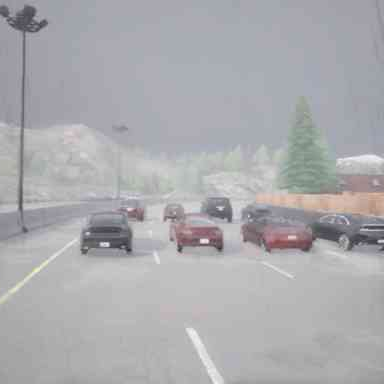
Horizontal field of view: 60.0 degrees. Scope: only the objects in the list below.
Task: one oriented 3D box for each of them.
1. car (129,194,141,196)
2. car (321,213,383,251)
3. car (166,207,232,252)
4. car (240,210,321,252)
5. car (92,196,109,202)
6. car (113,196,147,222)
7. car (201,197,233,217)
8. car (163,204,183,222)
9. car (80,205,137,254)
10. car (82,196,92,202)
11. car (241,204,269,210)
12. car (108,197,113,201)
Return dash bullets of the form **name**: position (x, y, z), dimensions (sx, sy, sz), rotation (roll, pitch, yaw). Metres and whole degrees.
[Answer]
- **car**: position (-12.481, 1.429, 71.334), dimensions (2.150, 2.045, 5.566), rotation (1, 0, 10)
- **car**: position (7.029, 1.715, 15.379), dimensions (2.128, 1.511, 4.902), rotation (1, 0, -9)
- **car**: position (0.109, 1.615, 14.340), dimensions (1.812, 1.442, 4.674), rotation (1, 0, -9)
- **car**: position (3.575, 1.720, 14.797), dimensions (1.994, 1.385, 4.181), rotation (1, 0, -9)
- **car**: position (-19.278, 1.569, 73.080), dimensions (1.882, 1.535, 5.008), rotation (1, 0, 10)
- **car**: position (-4.957, 1.429, 27.879), dimensions (2.097, 1.767, 4.553), rotation (1, -1, -4)
- **car**: position (2.027, 1.426, 28.288), dimensions (2.150, 2.045, 5.566), rotation (1, 0, -4)
- **car**: position (-1.468, 1.691, 28.027), dimensions (2.033, 1.411, 5.357), rotation (1, 0, -4)
- **car**: position (-3.332, 1.530, 13.682), dimensions (1.837, 1.490, 4.892), rotation (1, 0, -9)
- **car**: position (-22.673, 1.585, 73.937), dimensions (1.994, 1.385, 4.181), rotation (1, 0, 10)
- **car**: position (5.503, 1.784, 28.830), dimensions (1.837, 1.490, 4.892), rotation (1, 0, -4)
- **car**: position (-15.876, 1.699, 72.219), dimensions (1.994, 1.385, 4.181), rotation (1, 0, 10)
